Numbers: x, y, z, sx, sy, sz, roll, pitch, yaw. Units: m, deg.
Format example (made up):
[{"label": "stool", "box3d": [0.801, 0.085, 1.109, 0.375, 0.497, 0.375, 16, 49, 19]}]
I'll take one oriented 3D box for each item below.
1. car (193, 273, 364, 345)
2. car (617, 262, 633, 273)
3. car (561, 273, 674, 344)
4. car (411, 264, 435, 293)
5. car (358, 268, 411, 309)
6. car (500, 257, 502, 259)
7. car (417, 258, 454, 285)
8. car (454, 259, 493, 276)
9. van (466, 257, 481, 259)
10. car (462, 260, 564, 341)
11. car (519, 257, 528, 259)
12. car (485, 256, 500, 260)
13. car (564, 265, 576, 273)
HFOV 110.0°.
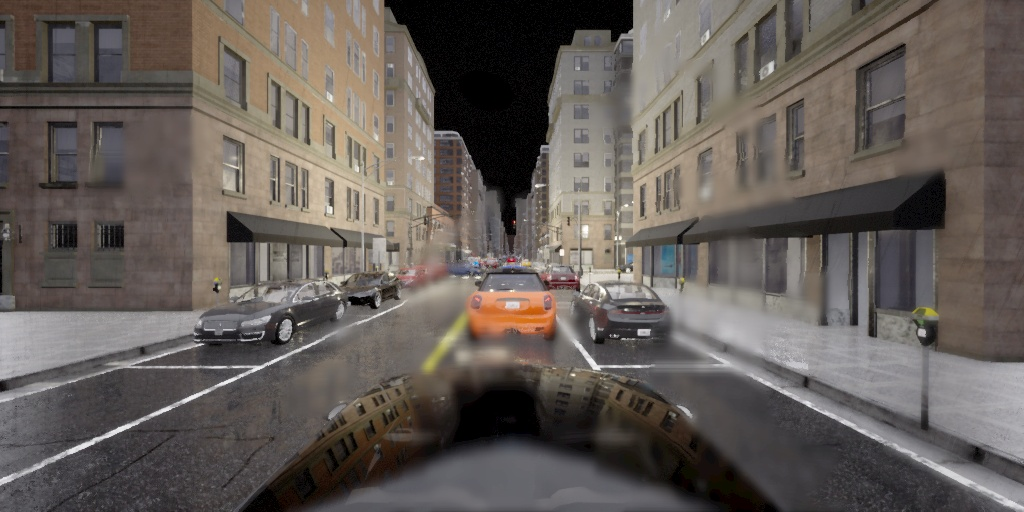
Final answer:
[{"label": "car", "box3d": [-5.867, 1.300, 9.359, 2.007, 1.370, 4.403, 0, 0, 0]}, {"label": "car", "box3d": [14.508, 1.238, 41.088, 4.892, 1.490, 1.837, 0, 0, 1]}, {"label": "car", "box3d": [2.659, 1.300, 9.395, 2.007, 1.370, 4.403, 0, 0, 0]}, {"label": "car", "box3d": [-5.884, 1.329, 20.407, 1.802, 1.307, 4.207, 0, 0, 0]}, {"label": "car", "box3d": [-5.875, 1.314, 14.884, 1.948, 1.339, 4.313, 0, 0, 0]}, {"label": "car", "box3d": [-3.157, 1.260, 62.808, 1.812, 1.442, 4.674, 0, 0, 0]}, {"label": "car", "box3d": [-5.892, 1.061, 25.931, 2.192, 1.841, 5.009, 0, 0, 0]}, {"label": "car", "box3d": [-4.788, 1.291, 35.056, 5.357, 1.411, 2.033, 0, 0, 31]}, {"label": "van", "box3d": [-5.932, 1.079, 52.878, 1.690, 1.789, 3.998, 0, 0, 0]}, {"label": "car", "box3d": [0.008, 1.101, 10.023, 2.097, 1.767, 4.553, 0, 0, 0]}, {"label": "car", "box3d": [2.577, 1.259, 64.277, 1.751, 1.417, 4.829, 0, 0, 0]}, {"label": "car", "box3d": [-3.162, 1.216, 53.465, 1.882, 1.535, 5.008, 0, 0, 0]}, {"label": "car", "box3d": [2.642, 1.187, 20.446, 1.967, 1.591, 4.097, 0, 0, 0]}]
